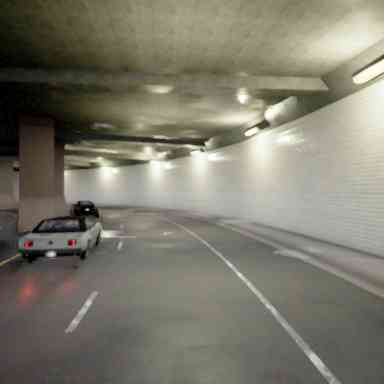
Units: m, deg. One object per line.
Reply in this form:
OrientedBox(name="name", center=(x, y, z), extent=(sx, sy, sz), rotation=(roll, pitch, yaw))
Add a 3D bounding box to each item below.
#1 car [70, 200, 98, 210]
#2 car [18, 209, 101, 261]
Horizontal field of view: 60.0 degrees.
OrientedBox(name="car", center=(-9.412, 1.414, 28.931), extent=(1.994, 1.385, 4.181), rotation=(0, 0, -26))
OrientedBox(name="car", center=(-4.488, 1.540, 12.056), extent=(1.895, 1.301, 4.718), rotation=(0, 0, -8))
